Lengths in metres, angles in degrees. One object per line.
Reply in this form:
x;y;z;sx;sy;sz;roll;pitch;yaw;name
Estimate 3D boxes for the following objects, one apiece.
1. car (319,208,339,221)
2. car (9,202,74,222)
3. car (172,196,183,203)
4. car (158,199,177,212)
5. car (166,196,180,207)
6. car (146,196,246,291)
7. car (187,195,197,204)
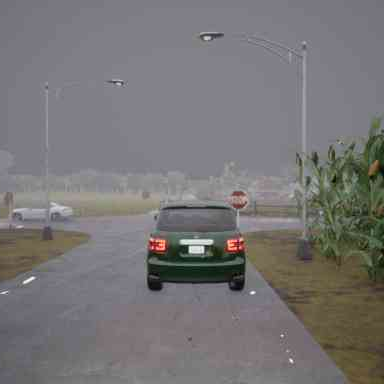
12.561;1.468;26.235;4.902;1.511;2.128;0;2;-2;car
-11.762;1.502;26.076;4.674;1.442;1.812;0;2;-5;car
-2.882;1.559;67.982;1.994;1.385;4.181;0;0;1;car
-2.921;1.552;39.892;1.994;1.385;4.181;0;0;0;car
-2.926;1.468;52.897;1.882;1.535;5.008;0;0;0;car
0.087;1.217;9.161;2.150;2.045;5.566;0;0;0;car
-0.025;1.473;67.174;1.882;1.535;5.008;0;0;0;car
